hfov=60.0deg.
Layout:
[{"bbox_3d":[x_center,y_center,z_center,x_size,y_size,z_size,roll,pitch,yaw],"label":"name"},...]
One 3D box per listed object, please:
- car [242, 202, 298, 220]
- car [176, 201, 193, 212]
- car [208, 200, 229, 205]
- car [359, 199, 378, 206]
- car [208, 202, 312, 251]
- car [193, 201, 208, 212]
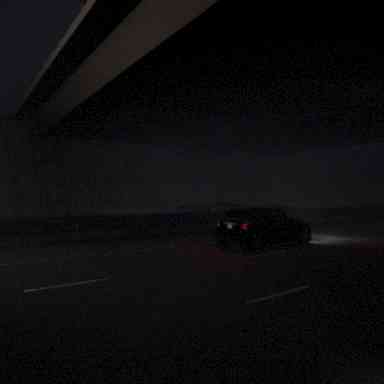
[{"bbox_3d":[7.286,1.735,30.895,5.357,1.411,2.033,0,0,-36],"label":"car"},{"bbox_3d":[0.211,1.757,38.732,4.181,1.385,1.994,0,0,-36],"label":"car"},{"bbox_3d":[4.239,1.784,33.008,4.718,1.301,1.895,0,0,-36],"label":"car"},{"bbox_3d":[33.081,2.017,62.386,4.181,1.385,1.994,0,0,-36],"label":"car"},{"bbox_3d":[3.265,1.440,14.779,4.553,1.767,2.097,1,0,-36],"label":"car"},{"bbox_3d":[2.923,1.672,36.376,5.008,1.535,1.882,0,0,-36],"label":"car"}]
